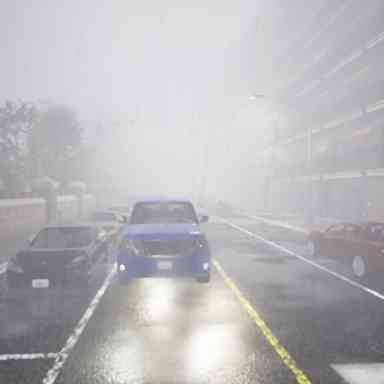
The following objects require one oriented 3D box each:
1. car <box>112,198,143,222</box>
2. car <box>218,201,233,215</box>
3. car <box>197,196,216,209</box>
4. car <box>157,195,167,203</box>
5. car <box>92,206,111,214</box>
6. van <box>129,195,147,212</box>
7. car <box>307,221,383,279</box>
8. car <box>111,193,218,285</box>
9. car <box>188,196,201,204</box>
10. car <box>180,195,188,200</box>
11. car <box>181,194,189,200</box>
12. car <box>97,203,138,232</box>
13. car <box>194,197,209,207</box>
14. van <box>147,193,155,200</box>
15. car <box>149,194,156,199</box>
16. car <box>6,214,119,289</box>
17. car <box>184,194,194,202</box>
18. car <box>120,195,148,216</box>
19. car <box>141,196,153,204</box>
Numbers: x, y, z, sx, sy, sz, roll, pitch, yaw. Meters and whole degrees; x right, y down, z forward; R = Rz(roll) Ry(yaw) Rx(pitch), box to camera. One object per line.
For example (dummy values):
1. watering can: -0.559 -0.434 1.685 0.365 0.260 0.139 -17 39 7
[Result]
1. car: -4.911 1.334 25.926 1.967 1.590 4.097 0 0 -5
2. car: 2.917 1.476 32.301 1.802 1.307 4.206 0 0 -5
3. car: 1.885 1.304 43.515 1.967 1.590 4.097 0 0 -5
4. car: -5.619 1.327 62.962 1.812 1.442 4.674 0 0 -5
5. car: -3.880 1.514 14.717 1.802 1.307 4.206 0 0 -5
6. van: -5.943 1.205 37.140 1.690 1.788 3.998 0 0 -5
7. car: 4.982 1.516 9.878 1.887 1.381 4.507 0 0 -5
8. car: -0.823 1.179 9.776 2.150 2.045 5.566 0 0 -5
9. car: 0.337 1.385 60.336 1.947 1.339 4.313 0 0 -5
10. car: -2.243 1.344 88.368 1.802 1.307 4.206 0 0 -5
11. car: -1.742 1.297 82.930 1.752 1.417 4.829 0 0 -5
12. car: -4.395 1.456 20.322 1.887 1.381 4.507 0 0 -5
13. car: 1.369 1.430 49.122 1.802 1.307 4.206 0 0 -5
14. van: -10.071 1.098 81.992 1.690 1.788 3.998 0 0 -5
15. car: -11.104 1.283 93.206 1.887 1.381 4.507 0 0 -5
16. car: -3.363 1.522 9.110 1.947 1.339 4.313 0 0 -5
17. car: -0.695 1.233 71.547 1.967 1.590 4.097 0 0 -5
18. car: -5.428 1.194 31.533 2.192 1.841 5.009 0 0 -5
19. car: -8.008 1.370 59.567 1.947 1.339 4.313 0 0 -5
